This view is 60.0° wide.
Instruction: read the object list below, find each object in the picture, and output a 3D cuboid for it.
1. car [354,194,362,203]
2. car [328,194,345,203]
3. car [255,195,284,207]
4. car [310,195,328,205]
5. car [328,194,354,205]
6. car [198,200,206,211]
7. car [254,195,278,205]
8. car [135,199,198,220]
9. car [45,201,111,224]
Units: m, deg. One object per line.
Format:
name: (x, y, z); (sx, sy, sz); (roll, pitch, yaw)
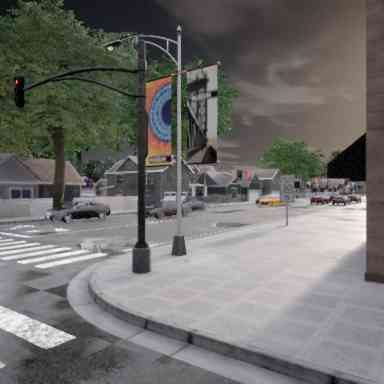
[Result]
car: (28.319, 1.155, 58.114); (1.837, 1.490, 4.892); (0, 0, 36)
car: (26.708, 1.146, 61.444); (1.837, 1.490, 4.892); (0, 0, 36)
car: (10.772, 1.226, 45.016); (1.882, 1.535, 5.008); (0, 0, 36)
car: (20.071, 1.171, 52.164); (1.882, 1.535, 5.008); (0, 0, 36)
car: (22.324, 1.203, 49.727); (1.837, 1.490, 4.892); (0, 0, 36)
car: (-0.321, 1.387, 35.165); (1.994, 1.385, 4.181); (0, 0, 36)
car: (11.504, 1.203, 51.533); (1.882, 1.535, 5.008); (0, 0, 36)
car: (-2.121, 1.414, 27.070); (2.033, 1.411, 5.357); (0, 0, 36)
car: (-8.175, 1.390, 24.185); (2.128, 1.511, 4.902); (0, 0, 36)
